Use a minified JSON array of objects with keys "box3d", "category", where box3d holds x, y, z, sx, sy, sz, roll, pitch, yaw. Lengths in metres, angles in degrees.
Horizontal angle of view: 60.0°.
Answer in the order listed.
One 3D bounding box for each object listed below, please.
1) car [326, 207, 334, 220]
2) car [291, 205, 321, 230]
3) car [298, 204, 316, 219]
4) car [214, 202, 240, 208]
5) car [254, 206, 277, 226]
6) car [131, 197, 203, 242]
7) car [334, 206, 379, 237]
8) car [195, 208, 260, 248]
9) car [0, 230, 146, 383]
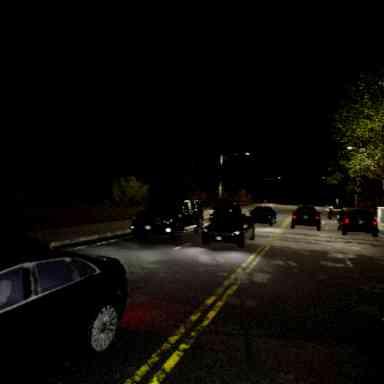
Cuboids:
[{"box3d":[16.743,2.444,38.520,1.837,1.490,4.892,2,0,19],"category":"car"},{"box3d":[8.995,1.898,26.182,2.097,1.767,4.553,2,0,19],"category":"car"},{"box3d":[14.196,2.329,41.112,1.882,1.535,5.008,2,-1,19],"category":"car"},{"box3d":[3.061,1.676,29.278,2.097,1.767,4.553,2,0,20],"category":"car"},{"box3d":[5.924,1.909,27.646,1.882,1.535,5.008,2,0,20],"category":"car"},{"box3d":[-1.020,1.303,17.556,2.150,2.045,5.566,2,-1,20],"category":"car"},{"box3d":[11.325,1.974,22.929,2.097,1.767,4.553,2,0,19],"category":"car"},{"box3d":[1.915,1.717,16.161,1.812,1.442,4.674,2,0,20],"category":"car"},{"box3d":[-2.489,1.415,3.573,2.128,1.511,4.902,2,0,19],"category":"car"}]
